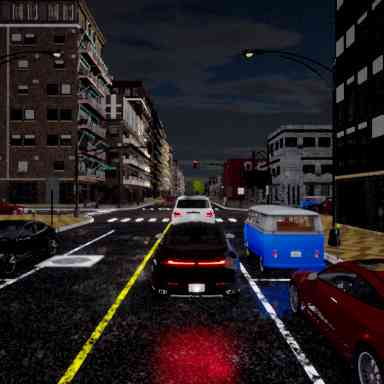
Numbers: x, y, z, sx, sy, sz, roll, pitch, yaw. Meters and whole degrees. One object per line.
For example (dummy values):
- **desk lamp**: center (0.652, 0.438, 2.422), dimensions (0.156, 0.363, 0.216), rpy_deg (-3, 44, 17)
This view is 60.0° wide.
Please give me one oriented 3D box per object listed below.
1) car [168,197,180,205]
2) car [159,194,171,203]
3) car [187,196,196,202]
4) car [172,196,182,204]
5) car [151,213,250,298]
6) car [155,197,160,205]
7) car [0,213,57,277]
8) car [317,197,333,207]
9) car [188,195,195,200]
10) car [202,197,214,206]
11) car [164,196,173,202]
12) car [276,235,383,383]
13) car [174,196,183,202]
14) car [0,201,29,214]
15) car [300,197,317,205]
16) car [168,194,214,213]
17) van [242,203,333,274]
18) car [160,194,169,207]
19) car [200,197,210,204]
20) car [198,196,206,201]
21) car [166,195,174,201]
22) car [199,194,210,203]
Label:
- **car**: center (-3.179, 1.643, 59.108), dimensions (1.895, 1.301, 4.718), rpy_deg (0, 0, 0)
- **car**: center (-5.813, 1.376, 71.697), dimensions (2.192, 1.841, 5.009), rpy_deg (0, 0, 0)
- **car**: center (-0.143, 1.618, 81.479), dimensions (2.033, 1.411, 5.357), rpy_deg (0, 0, 0)
- **car**: center (-3.134, 1.581, 68.164), dimensions (1.812, 1.442, 4.674), rpy_deg (0, 0, 0)
- **car**: center (0.083, 1.506, 8.491), dimensions (1.837, 1.490, 4.892), rpy_deg (0, 0, 0)
- **car**: center (-5.794, 1.569, 60.448), dimensions (1.752, 1.417, 4.829), rpy_deg (0, 0, 0)
- **car**: center (-5.705, 1.567, 10.319), dimensions (1.947, 1.339, 4.313), rpy_deg (0, 0, 0)
- **car**: center (14.868, 1.359, 31.221), dimensions (5.009, 1.841, 2.192), rpy_deg (0, 0, 0)
- **car**: center (-0.160, 1.584, 91.929), dimensions (1.895, 1.301, 4.718), rpy_deg (0, 0, 0)
- **car**: center (2.596, 1.562, 55.265), dimensions (1.752, 1.417, 4.829), rpy_deg (0, 0, 0)
- **car**: center (-5.833, 1.632, 82.775), dimensions (2.008, 1.369, 4.403), rpy_deg (0, 0, 0)
- **car**: center (2.652, 1.582, 4.619), dimensions (1.802, 1.307, 4.206), rpy_deg (0, 0, 0)
- **car**: center (-3.138, 1.624, 78.180), dimensions (1.994, 1.385, 4.181), rpy_deg (0, 0, 0)
- **car**: center (-17.520, 1.535, 31.084), dimensions (4.206, 1.307, 1.802), rpy_deg (0, 0, 0)
- **car**: center (15.082, 1.620, 36.973), dimensions (5.357, 1.411, 2.033), rpy_deg (0, 0, 2)
- **car**: center (0.057, 1.225, 18.491), dimensions (2.150, 2.045, 5.566), rpy_deg (0, 0, 0)
- **van**: center (2.643, 1.343, 10.308), dimensions (1.690, 1.788, 3.998), rpy_deg (0, 0, 0)
- **car**: center (-3.187, 1.383, 50.165), dimensions (2.097, 1.767, 4.553), rpy_deg (0, 0, 0)
- **car**: center (2.577, 1.634, 66.173), dimensions (1.802, 1.307, 4.206), rpy_deg (0, 0, 0)
- **car**: center (2.538, 1.643, 88.329), dimensions (2.008, 1.369, 4.403), rpy_deg (0, 0, 0)
- **car**: center (-5.842, 1.617, 88.144), dimensions (1.752, 1.417, 4.829), rpy_deg (0, 0, 0)
- **car**: center (2.568, 1.376, 71.712), dimensions (2.192, 1.841, 5.009), rpy_deg (0, 0, 0)
